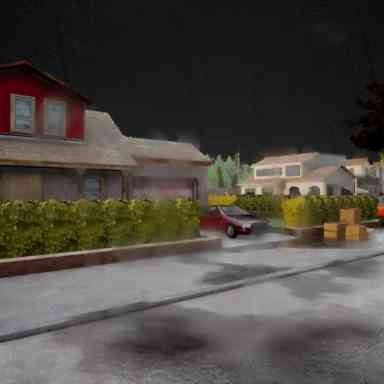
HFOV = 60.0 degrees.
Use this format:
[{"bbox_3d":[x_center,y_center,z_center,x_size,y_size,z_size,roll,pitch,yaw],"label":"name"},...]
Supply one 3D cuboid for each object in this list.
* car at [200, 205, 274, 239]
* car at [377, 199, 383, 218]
[{"bbox_3d":[1.530,1.353,16.517,2.033,1.415,5.357,0,0,-33],"label":"car"},{"bbox_3d":[15.996,1.344,26.398,2.097,1.767,4.553,0,0,-37],"label":"car"}]
